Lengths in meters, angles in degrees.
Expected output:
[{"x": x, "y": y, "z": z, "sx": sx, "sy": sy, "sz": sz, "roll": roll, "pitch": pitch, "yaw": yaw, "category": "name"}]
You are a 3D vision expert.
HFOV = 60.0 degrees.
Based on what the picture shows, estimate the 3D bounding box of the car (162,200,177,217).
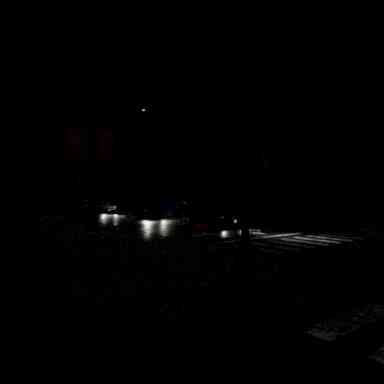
[{"x": -0.528, "y": 1.700, "z": 30.910, "sx": 1.895, "sy": 1.301, "sz": 4.718, "roll": 0, "pitch": 0, "yaw": -36, "category": "car"}]

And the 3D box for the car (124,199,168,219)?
[{"x": -4.575, "y": 1.579, "z": 30.631, "sx": 1.882, "sy": 1.535, "sz": 5.008, "roll": 0, "pitch": 0, "yaw": -35, "category": "car"}]

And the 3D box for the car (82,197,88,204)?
[{"x": -21.818, "y": 1.760, "z": 66.155, "sx": 1.837, "sy": 1.490, "sz": 4.892, "roll": 0, "pitch": 0, "yaw": -36, "category": "car"}]

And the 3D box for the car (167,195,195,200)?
[{"x": -1.671, "y": 1.354, "z": 38.080, "sx": 2.150, "sy": 2.045, "sz": 5.566, "roll": 0, "pitch": 0, "yaw": -36, "category": "car"}]

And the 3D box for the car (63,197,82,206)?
[{"x": -22.309, "y": 1.802, "z": 61.264, "sx": 1.994, "sy": 1.385, "sz": 4.181, "roll": 0, "pitch": 0, "yaw": -36, "category": "car"}]

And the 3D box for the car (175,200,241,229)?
[{"x": 1.245, "y": 1.554, "z": 22.519, "sx": 2.128, "sy": 1.511, "sz": 4.902, "roll": 0, "pitch": 0, "yaw": -36, "category": "car"}]

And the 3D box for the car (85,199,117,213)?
[{"x": -10.475, "y": 1.741, "z": 38.867, "sx": 1.895, "sy": 1.301, "sz": 4.718, "roll": 0, "pitch": 0, "yaw": -36, "category": "car"}]
